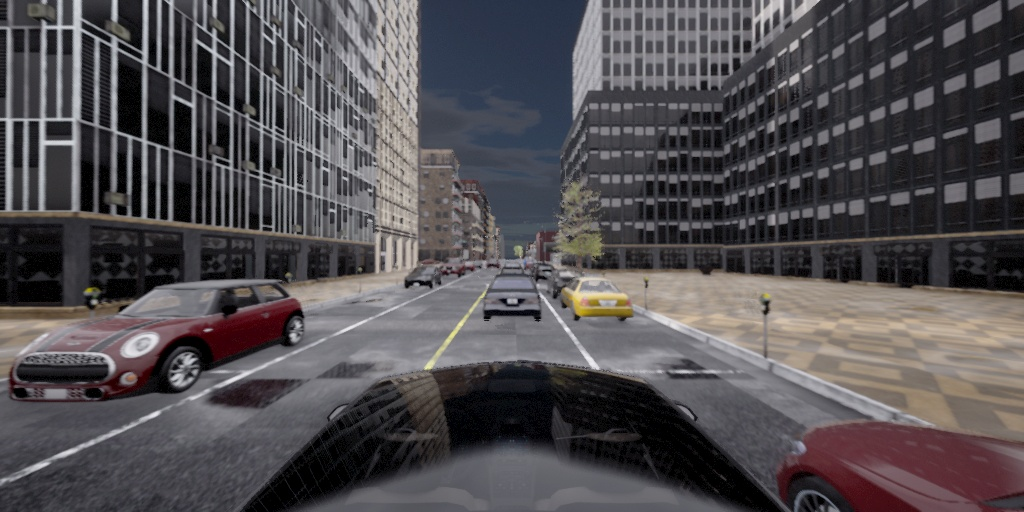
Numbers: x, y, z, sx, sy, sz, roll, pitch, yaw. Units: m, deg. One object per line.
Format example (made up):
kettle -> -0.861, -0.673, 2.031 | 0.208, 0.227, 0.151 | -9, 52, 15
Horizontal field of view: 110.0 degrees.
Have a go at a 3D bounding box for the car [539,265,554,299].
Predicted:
car -> 2.662, 1.305, 17.813 | 2.007, 1.370, 4.403 | 0, 0, 0

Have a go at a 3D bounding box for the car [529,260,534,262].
car -> 2.665, 1.332, 34.880 | 1.948, 1.339, 4.313 | 0, 0, 0

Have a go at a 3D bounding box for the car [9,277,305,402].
car -> -5.690, 1.191, 6.464 | 1.967, 1.591, 4.097 | 0, 0, 0

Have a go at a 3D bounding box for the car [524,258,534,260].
car -> 2.669, 1.366, 51.947 | 1.802, 1.307, 4.207 | 0, 0, 0

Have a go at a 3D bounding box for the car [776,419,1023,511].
car -> 2.672, 1.332, 0.747 | 1.802, 1.307, 4.207 | 0, 0, 0

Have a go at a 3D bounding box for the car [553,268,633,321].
car -> 2.665, 1.278, 12.294 | 1.751, 1.417, 4.829 | 0, 0, 0

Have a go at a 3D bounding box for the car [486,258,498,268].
car -> -3.051, 1.144, 57.722 | 2.097, 1.767, 4.553 | 0, 0, 0

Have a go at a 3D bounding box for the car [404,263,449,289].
car -> -5.686, 1.324, 23.530 | 1.948, 1.339, 4.313 | 0, 0, 0

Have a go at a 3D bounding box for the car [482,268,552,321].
car -> 0.029, 1.301, 12.477 | 2.033, 1.411, 5.357 | 0, 0, 1

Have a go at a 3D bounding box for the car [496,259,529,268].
car -> 0.051, 1.254, 29.650 | 2.128, 1.511, 4.902 | 0, 0, 0

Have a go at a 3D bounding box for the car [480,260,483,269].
car -> -5.677, 1.358, 57.664 | 1.948, 1.339, 4.313 | 0, 0, 0

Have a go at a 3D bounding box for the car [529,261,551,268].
car -> 2.663, 1.327, 29.191 | 1.948, 1.339, 4.313 | 0, 0, 0

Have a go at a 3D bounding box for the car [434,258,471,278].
car -> -5.683, 1.081, 34.908 | 2.192, 1.841, 5.009 | 0, 0, 0

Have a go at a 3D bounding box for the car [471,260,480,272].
car -> -5.680, 1.323, 46.287 | 1.888, 1.381, 4.507 | 0, 0, 0
